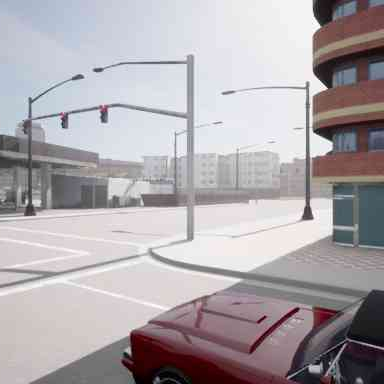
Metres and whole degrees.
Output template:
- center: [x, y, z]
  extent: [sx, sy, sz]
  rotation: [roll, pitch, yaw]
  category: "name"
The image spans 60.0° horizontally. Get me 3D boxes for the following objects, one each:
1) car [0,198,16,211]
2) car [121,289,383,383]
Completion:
- center: [-22.264, 1.456, 38.776]
  extent: [3.806, 1.475, 1.970]
  rotation: [0, 0, 36]
  category: "car"
- center: [1.605, 1.601, 2.828]
  extent: [4.718, 1.301, 1.895]
  rotation: [0, 0, 36]
  category: "car"
